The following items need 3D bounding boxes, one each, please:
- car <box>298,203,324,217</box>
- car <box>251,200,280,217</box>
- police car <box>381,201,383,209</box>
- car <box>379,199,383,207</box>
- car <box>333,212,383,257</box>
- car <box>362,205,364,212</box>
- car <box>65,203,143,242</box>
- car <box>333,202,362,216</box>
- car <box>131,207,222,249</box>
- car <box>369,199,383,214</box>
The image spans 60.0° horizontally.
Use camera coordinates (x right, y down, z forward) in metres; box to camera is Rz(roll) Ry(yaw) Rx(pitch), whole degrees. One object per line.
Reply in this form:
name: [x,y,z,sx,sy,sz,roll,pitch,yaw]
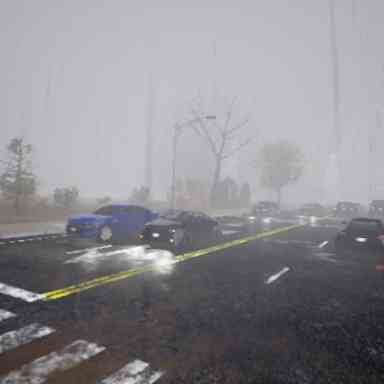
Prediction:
car: [13.323,1.905,37.012,2.033,1.411,5.357,3,0,31]
car: [7.577,1.645,33.811,1.837,1.490,4.892,2,0,31]
police car: [43.317,2.826,73.929,1.930,1.638,5.238,2,0,28]
car: [47.980,2.775,82.786,2.150,2.045,5.566,2,0,27]
car: [7.397,1.797,14.223,1.994,1.385,4.181,3,0,31]
car: [22.518,2.211,45.882,1.812,1.442,4.674,3,0,31]
car: [-3.456,1.262,15.436,1.882,1.535,5.008,2,0,31]
car: [16.825,1.855,36.316,2.097,1.767,4.553,3,0,31]
car: [-0.350,1.481,14.312,1.994,1.385,4.181,3,0,31]
car: [20.654,1.883,36.336,2.150,2.045,5.566,2,1,31]
